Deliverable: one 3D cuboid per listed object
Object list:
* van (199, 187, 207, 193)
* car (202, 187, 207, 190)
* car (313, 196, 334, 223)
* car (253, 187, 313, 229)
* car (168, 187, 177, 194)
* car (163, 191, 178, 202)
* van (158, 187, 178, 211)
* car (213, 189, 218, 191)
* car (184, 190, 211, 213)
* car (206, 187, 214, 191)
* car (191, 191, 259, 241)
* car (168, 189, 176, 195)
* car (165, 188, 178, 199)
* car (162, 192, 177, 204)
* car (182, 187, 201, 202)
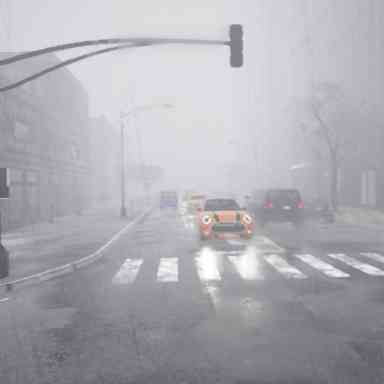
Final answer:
[{"bbox_3d":[2.971,-0.612,91.833,1.690,1.788,3.998,0,1,-3],"label":"van"},{"bbox_3d":[3.842,-0.102,75.428,1.752,1.417,4.829,0,1,-3],"label":"car"},{"bbox_3d":[6.783,0.915,19.997,1.967,1.590,4.097,0,1,-3],"label":"car"},{"bbox_3d":[4.272,0.771,18.175,2.150,2.045,5.566,-1,1,-3],"label":"car"},{"bbox_3d":[-5.103,-0.393,85.875,2.192,1.841,5.009,0,1,-3],"label":"car"},{"bbox_3d":[-3.051,0.627,47.201,1.947,1.339,4.313,0,1,-3],"label":"car"},{"bbox_3d":[-2.172,0.731,30.620,1.690,1.788,3.998,0,1,-3],"label":"van"},{"bbox_3d":[5.015,0.338,53.325,1.752,1.417,4.829,0,1,-3],"label":"car"},{"bbox_3d":[0.532,0.873,28.397,1.882,1.535,5.008,-1,1,-3],"label":"car"},{"bbox_3d":[4.437,0.141,64.207,1.887,1.381,4.507,0,1,-3],"label":"car"},{"bbox_3d":[1.251,1.020,14.696,2.097,1.767,4.553,-1,1,-3],"label":"car"},{"bbox_3d":[-4.802,-0.069,80.184,1.752,1.417,4.829,0,1,-3],"label":"car"},{"bbox_3d":[-3.638,0.156,58.246,2.192,1.841,5.009,0,1,-3],"label":"car"},{"bbox_3d":[-2.758,0.752,41.675,1.802,1.307,4.206,0,1,-3],"label":"car"},{"bbox_3d":[-0.314,0.415,45.035,2.097,1.767,4.553,-1,1,-3],"label":"car"}]
